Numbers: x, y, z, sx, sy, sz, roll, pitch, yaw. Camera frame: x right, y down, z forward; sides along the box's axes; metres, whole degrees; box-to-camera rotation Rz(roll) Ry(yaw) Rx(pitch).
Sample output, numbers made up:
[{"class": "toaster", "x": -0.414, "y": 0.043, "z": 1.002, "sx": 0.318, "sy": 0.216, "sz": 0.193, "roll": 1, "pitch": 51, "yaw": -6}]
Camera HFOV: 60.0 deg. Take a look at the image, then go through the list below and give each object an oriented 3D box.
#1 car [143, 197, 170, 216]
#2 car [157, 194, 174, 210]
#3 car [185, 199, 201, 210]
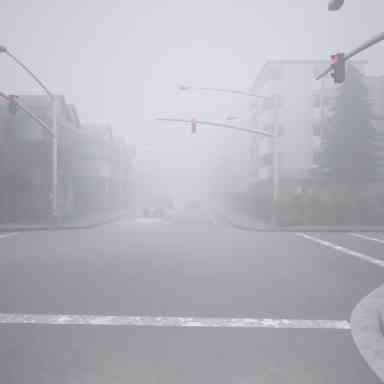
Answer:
[{"class": "car", "x": -3.589, "y": 1.491, "z": 32.324, "sx": 2.128, "sy": 1.511, "sz": 4.902, "roll": 0, "pitch": 0, "yaw": 0}, {"class": "car", "x": -3.566, "y": 1.221, "z": 42.900, "sx": 2.150, "sy": 2.045, "sz": 5.566, "roll": 0, "pitch": 0, "yaw": 0}, {"class": "car", "x": 0.106, "y": 1.600, "z": 42.760, "sx": 1.895, "sy": 1.301, "sz": 4.718, "roll": 0, "pitch": 0, "yaw": -1}]
